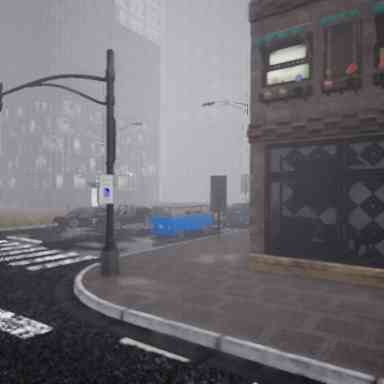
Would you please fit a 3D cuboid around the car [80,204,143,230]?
[{"bbox_3d":[-4.544,1.597,22.201,2.128,1.511,4.902,0,0,35],"label":"car"}]

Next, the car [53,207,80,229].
[{"bbox_3d":[-7.317,1.661,22.772,1.947,1.339,4.313,0,0,35],"label":"car"}]

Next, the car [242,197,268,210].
[{"bbox_3d":[8.666,1.488,45.348,1.967,1.590,4.097,0,0,35],"label":"car"}]

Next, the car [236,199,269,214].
[{"bbox_3d":[7.037,1.574,38.544,1.837,1.490,4.892,0,1,35],"label":"car"}]

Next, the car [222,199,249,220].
[{"bbox_3d":[4.697,1.646,29.895,2.033,1.411,5.357,0,0,35],"label":"car"}]

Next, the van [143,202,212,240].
[{"bbox_3d":[-0.476,1.476,17.927,1.690,1.788,3.998,0,0,35],"label":"van"}]
